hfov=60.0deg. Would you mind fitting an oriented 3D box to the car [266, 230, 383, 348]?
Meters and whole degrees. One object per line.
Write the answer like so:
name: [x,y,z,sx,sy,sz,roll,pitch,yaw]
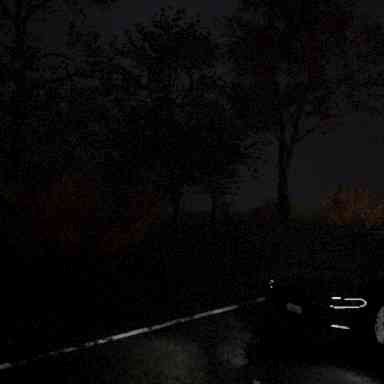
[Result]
car: [3.602,1.533,6.562,5.008,1.535,1.882,1,0,-36]
